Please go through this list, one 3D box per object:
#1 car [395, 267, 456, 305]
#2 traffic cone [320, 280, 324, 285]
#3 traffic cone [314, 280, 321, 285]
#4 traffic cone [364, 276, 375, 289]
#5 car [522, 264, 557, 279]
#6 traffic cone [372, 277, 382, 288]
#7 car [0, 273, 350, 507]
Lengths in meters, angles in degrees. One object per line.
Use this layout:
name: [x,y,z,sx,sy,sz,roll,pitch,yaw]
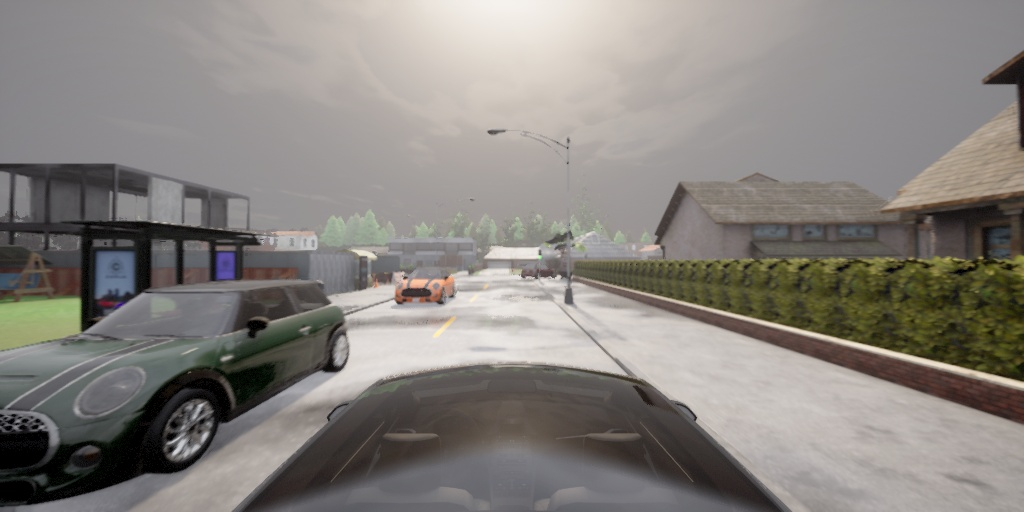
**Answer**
car: [-4.092,1.335,17.550,2.097,1.767,4.553,0,-1,0]
traffic cone: [-15.859,1.983,30.549,0.344,0.586,0.344,0,0,0]
traffic cone: [-16.900,2.023,31.547,0.344,0.586,0.344,0,0,0]
traffic cone: [-10.403,1.929,26.145,0.344,0.586,0.344,0,0,0]
car: [3.140,1.669,40.451,2.097,1.767,4.553,0,-1,41]
traffic cone: [-9.683,1.950,25.625,0.344,0.586,0.344,0,0,0]
car: [-4.099,1.150,4.837,2.097,1.767,4.553,0,-1,0]
